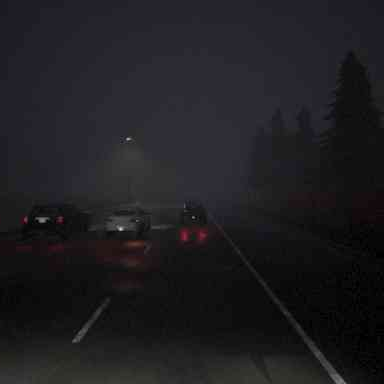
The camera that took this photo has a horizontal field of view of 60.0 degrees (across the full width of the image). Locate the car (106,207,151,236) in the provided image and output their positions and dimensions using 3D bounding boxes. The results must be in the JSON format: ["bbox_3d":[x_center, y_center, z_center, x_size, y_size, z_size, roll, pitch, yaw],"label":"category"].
[{"bbox_3d":[-3.396,1.526,18.190,1.812,1.442,4.674,0,0,0],"label":"car"}]

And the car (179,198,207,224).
[{"bbox_3d":[0.104,1.492,24.668,2.128,1.511,4.902,0,0,0],"label":"car"}]

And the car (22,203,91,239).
[{"bbox_3d":[-6.897,1.352,17.443,2.097,1.767,4.553,0,0,0],"label":"car"}]

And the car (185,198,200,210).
[{"bbox_3d":[0.086,1.525,42.786,1.812,1.442,4.674,0,0,0],"label":"car"}]
